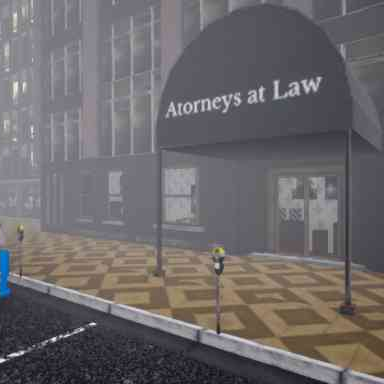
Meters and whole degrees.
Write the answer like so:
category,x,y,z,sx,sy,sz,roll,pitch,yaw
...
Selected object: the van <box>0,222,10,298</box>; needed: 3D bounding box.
category,x,y,z,sx,sy,sz,roll,pitch,yaw
van,-5.327,1.341,6.698,3.998,1.788,1.690,0,0,36
